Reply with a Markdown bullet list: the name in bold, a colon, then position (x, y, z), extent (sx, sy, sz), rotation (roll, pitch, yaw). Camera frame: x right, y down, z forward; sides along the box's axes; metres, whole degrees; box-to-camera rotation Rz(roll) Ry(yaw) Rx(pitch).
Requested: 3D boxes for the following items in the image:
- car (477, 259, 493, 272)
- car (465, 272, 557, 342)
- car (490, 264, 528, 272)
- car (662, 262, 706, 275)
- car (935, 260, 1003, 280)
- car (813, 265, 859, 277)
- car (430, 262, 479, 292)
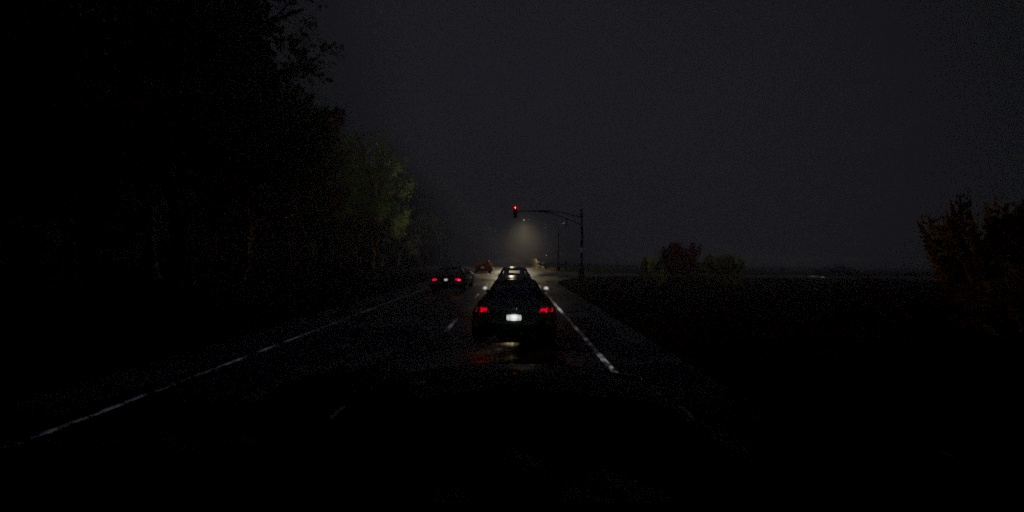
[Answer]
- **car**: position (-3.349, 1.151, 43.387), extent (1.882, 1.535, 5.008), rotation (0, 0, 0)
- **car**: position (0.093, 1.300, 9.749), extent (1.994, 1.385, 4.181), rotation (0, 0, 1)
- **car**: position (0.121, 1.267, 18.953), extent (2.033, 1.411, 5.357), rotation (0, 0, 0)
- **car**: position (20.123, 1.450, 41.886), extent (4.892, 1.490, 1.837), rotation (1, -1, 0)
- **car**: position (48.594, 1.425, 38.129), extent (5.566, 2.045, 2.150), rotation (1, -1, 0)
- **car**: position (37.695, 1.700, 41.774), extent (4.181, 1.385, 1.994), rotation (0, -1, 0)
- **car**: position (-3.376, 1.263, 20.873), extent (2.033, 1.411, 5.357), rotation (0, 0, 0)
